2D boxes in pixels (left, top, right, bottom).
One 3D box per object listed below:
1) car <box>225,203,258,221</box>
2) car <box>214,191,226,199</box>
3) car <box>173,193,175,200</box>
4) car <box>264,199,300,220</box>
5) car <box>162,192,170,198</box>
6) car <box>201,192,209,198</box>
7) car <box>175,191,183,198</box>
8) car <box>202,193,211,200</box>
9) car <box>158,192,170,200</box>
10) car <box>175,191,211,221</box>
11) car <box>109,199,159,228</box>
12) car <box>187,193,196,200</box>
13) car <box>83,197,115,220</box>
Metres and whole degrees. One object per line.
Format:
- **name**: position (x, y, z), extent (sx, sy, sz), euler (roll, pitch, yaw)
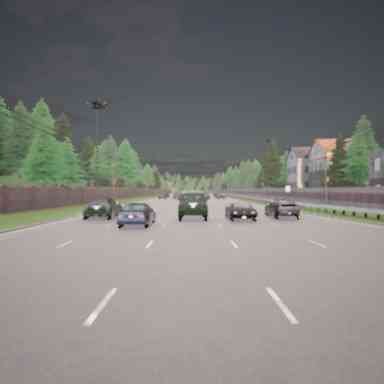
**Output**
- **car**: position (3.581, 1.447, 25.047), extent (1.895, 1.301, 4.718), euler (0, 0, 0)
- **car**: position (6.939, 1.098, 80.105), extent (1.895, 1.301, 4.718), euler (0, 0, 0)
- **car**: position (-3.561, 1.030, 79.650), extent (2.128, 1.511, 4.902), euler (0, 0, 0)
- **car**: position (7.079, 1.329, 26.456), extent (2.128, 1.511, 4.902), euler (0, 0, 0)
- **car**: position (-7.068, 0.782, 90.066), extent (1.837, 1.490, 4.892), euler (0, 0, 0)
- **car**: position (3.432, 0.822, 90.075), extent (2.033, 1.411, 5.357), euler (0, 0, 0)
- **car**: position (-3.568, 0.637, 90.038), extent (2.097, 1.767, 4.553), euler (0, 0, 0)
- **car**: position (3.439, 1.055, 80.072), extent (1.994, 1.385, 4.181), euler (0, 0, 0)
- **car**: position (-7.061, 1.029, 79.648), extent (2.128, 1.511, 4.902), euler (0, 0, 0)
- **car**: position (0.081, 1.063, 25.760), extent (2.150, 2.045, 5.566), euler (0, 0, 0)
- **car**: position (-3.416, 1.418, 21.041), extent (2.033, 1.411, 5.357), euler (0, 0, 0)
- **car**: position (-0.061, 1.044, 79.653), extent (2.033, 1.411, 5.357), euler (0, 0, 0)
- **car**: position (-6.920, 1.191, 26.198), extent (2.097, 1.767, 4.553), euler (0, 0, 0)
